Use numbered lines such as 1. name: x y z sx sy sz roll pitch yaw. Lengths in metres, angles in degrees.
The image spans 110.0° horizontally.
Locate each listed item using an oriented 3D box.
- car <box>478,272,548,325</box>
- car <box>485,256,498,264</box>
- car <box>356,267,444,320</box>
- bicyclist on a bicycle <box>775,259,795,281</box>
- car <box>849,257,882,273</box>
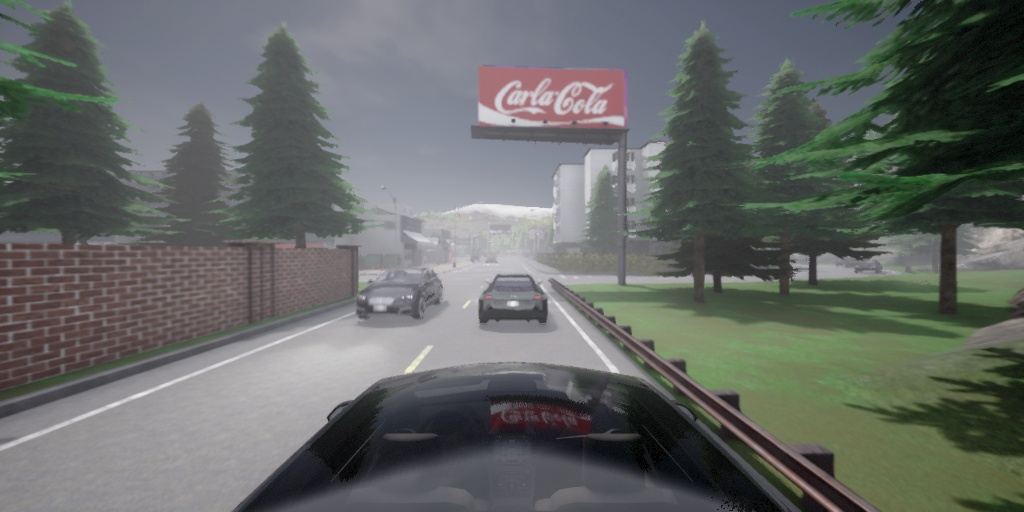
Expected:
1. car: 0.053 1.209 11.436 1.994 1.385 4.181 0 1 1
2. car: -3.522 0.668 61.656 1.994 1.385 4.181 0 1 1
3. car: -3.566 1.130 12.188 2.128 1.511 4.902 0 1 0
4. bicyclist on a bicycle: 19.343 0.992 25.547 0.582 1.620 1.656 -2 -2 -13
5. car: 38.325 1.077 38.584 5.357 1.411 2.033 -1 1 -40
